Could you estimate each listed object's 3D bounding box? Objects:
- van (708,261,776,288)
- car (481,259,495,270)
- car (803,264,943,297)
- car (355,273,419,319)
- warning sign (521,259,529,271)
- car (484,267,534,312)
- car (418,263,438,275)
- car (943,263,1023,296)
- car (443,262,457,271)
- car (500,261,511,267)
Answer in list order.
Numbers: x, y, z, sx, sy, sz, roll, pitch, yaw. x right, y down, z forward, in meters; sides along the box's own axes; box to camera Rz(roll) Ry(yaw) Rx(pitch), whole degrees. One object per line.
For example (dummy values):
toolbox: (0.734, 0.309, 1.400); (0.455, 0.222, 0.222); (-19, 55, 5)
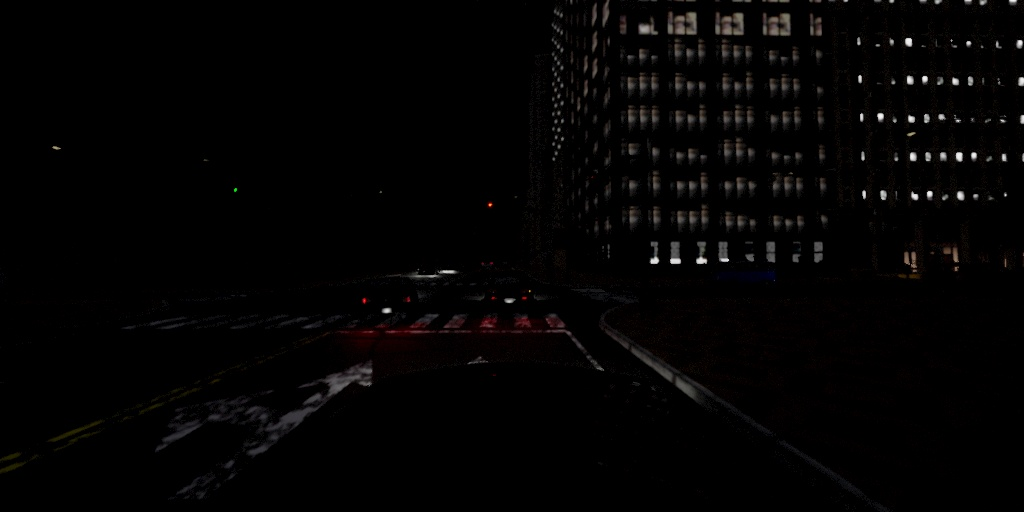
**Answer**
van: (15.558, 1.233, 24.317); (3.998, 1.789, 1.690); (0, 0, -2)
car: (-4.365, 1.526, 64.445); (2.150, 2.045, 5.566); (0, -1, -1)
car: (16.084, 1.141, 16.308); (4.829, 1.417, 1.751); (0, 0, -2)
car: (-4.553, 1.433, 13.363); (1.895, 1.301, 4.718); (0, 0, -16)
warning sign: (1.944, 1.284, 53.015); (1.300, 1.860, 1.060); (0, 0, -1)
car: (-0.128, 1.362, 14.556); (1.812, 1.442, 4.674); (0, 0, -1)
car: (-10.608, 1.610, 45.479); (1.837, 1.490, 4.892); (0, 0, -1)
car: (21.496, 1.022, 16.473); (4.097, 1.591, 1.967); (0, 0, -2)
car: (-10.878, 1.785, 62.852); (2.128, 1.511, 4.902); (0, -1, 0)
car: (-1.115, 1.779, 64.470); (1.882, 1.535, 5.008); (0, -1, -1)
